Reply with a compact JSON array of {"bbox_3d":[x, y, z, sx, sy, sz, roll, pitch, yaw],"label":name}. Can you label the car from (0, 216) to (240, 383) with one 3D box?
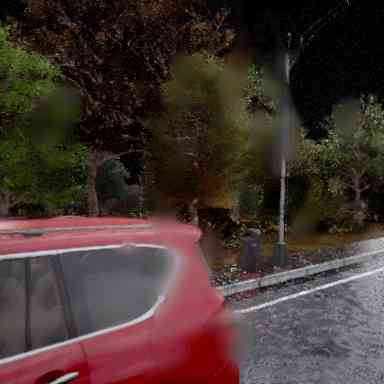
[{"bbox_3d":[-2.174,1.241,1.936,5.566,2.045,2.150,1,-1,-37],"label":"car"}]
